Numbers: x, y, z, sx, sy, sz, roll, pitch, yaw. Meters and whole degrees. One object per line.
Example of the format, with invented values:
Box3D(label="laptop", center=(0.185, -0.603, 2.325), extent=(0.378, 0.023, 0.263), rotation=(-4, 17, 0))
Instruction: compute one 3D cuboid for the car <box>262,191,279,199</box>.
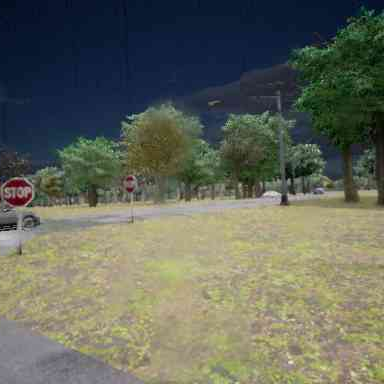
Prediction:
Box3D(label="car", center=(14.432, 0.489, 61.234), extent=(1.812, 1.442, 4.674), rotation=(-4, -1, 34))

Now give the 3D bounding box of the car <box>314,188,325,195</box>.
Box3D(label="car", center=(27.898, -0.127, 72.818), extent=(1.812, 1.442, 4.674), rotation=(-3, -1, 28))

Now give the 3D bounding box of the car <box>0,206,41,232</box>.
Box3D(label="car", center=(-8.964, 1.206, 14.629), extent=(1.994, 1.385, 4.181), rotation=(-3, 0, 34))
